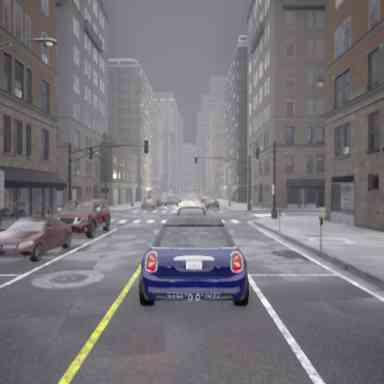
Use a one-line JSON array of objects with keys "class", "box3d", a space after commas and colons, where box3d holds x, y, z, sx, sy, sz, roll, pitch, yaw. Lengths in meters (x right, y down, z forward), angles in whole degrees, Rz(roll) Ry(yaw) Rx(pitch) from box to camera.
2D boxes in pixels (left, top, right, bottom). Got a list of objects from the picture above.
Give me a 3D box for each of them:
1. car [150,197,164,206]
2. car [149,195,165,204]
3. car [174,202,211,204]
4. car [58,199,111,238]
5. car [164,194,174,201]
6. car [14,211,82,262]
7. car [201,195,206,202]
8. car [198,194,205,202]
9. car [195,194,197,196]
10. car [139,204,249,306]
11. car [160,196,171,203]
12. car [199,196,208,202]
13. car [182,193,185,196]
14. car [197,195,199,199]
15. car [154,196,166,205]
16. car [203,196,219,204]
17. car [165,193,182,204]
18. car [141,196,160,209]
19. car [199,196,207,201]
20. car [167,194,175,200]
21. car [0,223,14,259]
[{"class": "car", "box3d": [-5.770, 1.553, 55.714, 1.887, 1.381, 4.507, -1, 0, 0]}, {"class": "car", "box3d": [-5.763, 1.318, 50.150, 2.192, 1.841, 5.009, -1, 0, 0]}, {"class": "car", "box3d": [-0.013, 1.497, 17.346, 1.837, 1.490, 4.892, 0, 0, 0]}, {"class": "car", "box3d": [-5.707, 1.307, 17.584, 2.192, 1.841, 5.009, -1, 0, 0]}, {"class": "car", "box3d": [-5.820, 1.363, 83.539, 2.192, 1.841, 5.009, -1, 0, 0]}, {"class": "car", "box3d": [-5.694, 1.576, 12.002, 1.802, 1.307, 4.206, -1, 0, 0]}, {"class": "car", "box3d": [2.764, 1.529, 50.360, 1.752, 1.417, 4.829, -1, 0, 0]}, {"class": "car", "box3d": [2.737, 1.566, 66.880, 1.887, 1.381, 4.507, -1, 0, 0]}, {"class": "car", "box3d": [2.696, 1.372, 89.135, 2.192, 1.841, 5.009, -1, 0, 0]}, {"class": "car", "box3d": [0.049, 1.347, 8.168, 2.097, 1.767, 4.553, 0, 0, 0]}, {"class": "car", "box3d": [-5.798, 1.580, 72.408, 2.008, 1.369, 4.403, -1, 0, 0]}, {"class": "car", "box3d": [2.718, 1.583, 78.007, 1.887, 1.381, 4.507, -1, 0, 0]}, {"class": "car", "box3d": [-3.116, 1.524, 69.299, 2.128, 1.511, 4.902, 0, 0, 0]}, {"class": "car", "box3d": [2.726, 1.469, 72.443, 1.967, 1.590, 4.097, -1, 0, 0]}, {"class": "car", "box3d": [-5.779, 1.539, 61.109, 1.752, 1.417, 4.829, -1, 0, 0]}, {"class": "car", "box3d": [2.775, 1.581, 44.627, 1.802, 1.307, 4.206, -1, 0, 0]}, {"class": "car", "box3d": [-3.174, 1.357, 52.496, 2.097, 1.767, 4.553, 0, 0, 0]}, {"class": "car", "box3d": [-5.750, 1.581, 44.585, 1.802, 1.307, 4.206, -1, 0, 0]}, {"class": "car", "box3d": [2.708, 1.598, 83.570, 2.008, 1.369, 4.403, -1, 0, 0]}, {"class": "car", "box3d": [-5.837, 1.505, 94.670, 1.967, 1.590, 4.097, -1, 0, 0]}, {"class": "car", "box3d": [-5.685, 1.547, 6.419, 2.008, 1.369, 4.403, -1, 0, 0]}]
